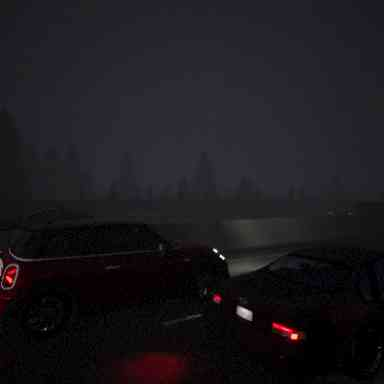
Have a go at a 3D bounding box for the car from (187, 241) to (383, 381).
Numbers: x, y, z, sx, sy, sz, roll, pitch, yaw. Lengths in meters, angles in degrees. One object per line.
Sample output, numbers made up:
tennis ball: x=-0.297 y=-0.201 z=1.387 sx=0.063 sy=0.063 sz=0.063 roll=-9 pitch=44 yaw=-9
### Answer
car: x=2.787 y=1.544 z=5.396 sx=5.357 sy=1.411 sz=2.033 roll=0 pitch=0 yaw=-31

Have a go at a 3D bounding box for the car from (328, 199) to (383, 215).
car: x=10.950 y=1.369 z=21.360 sx=4.553 sy=1.767 sz=2.097 roll=0 pitch=0 yaw=-22

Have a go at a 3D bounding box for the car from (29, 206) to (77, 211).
car: x=-7.041 y=1.438 z=15.854 sx=4.902 sy=1.511 sz=2.128 roll=0 pitch=0 yaw=-33

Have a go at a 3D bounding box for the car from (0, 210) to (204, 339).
car: x=-1.425 y=1.332 z=6.756 sx=4.553 sy=1.767 sz=2.097 roll=0 pitch=0 yaw=-34
